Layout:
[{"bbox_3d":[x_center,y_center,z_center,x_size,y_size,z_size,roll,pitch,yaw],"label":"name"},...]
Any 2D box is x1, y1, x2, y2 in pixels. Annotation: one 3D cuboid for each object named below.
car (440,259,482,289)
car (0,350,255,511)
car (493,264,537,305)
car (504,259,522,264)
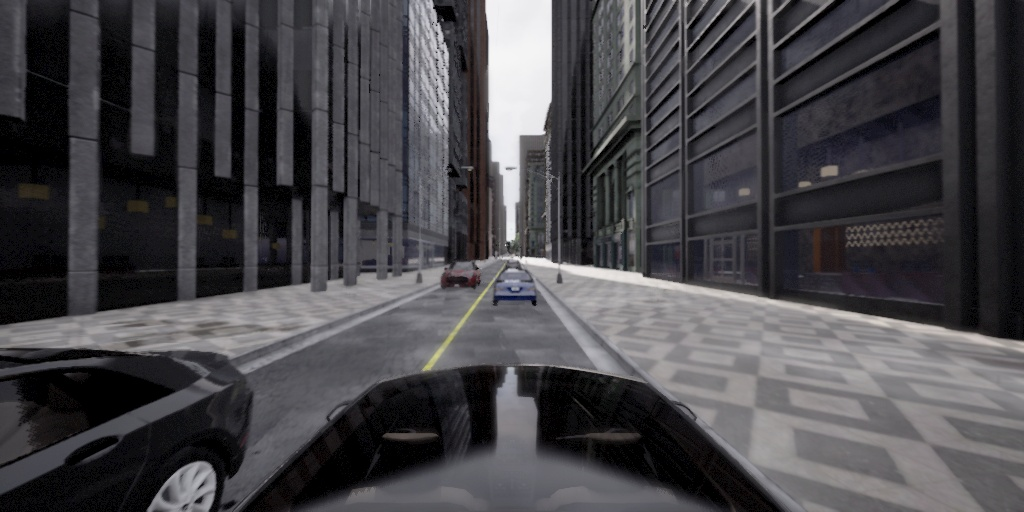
[{"bbox_3d":[-3.086,1.061,22.382,2.097,1.767,4.553,0,0,0],"label":"car"},{"bbox_3d":[-3.058,1.254,0.963,1.837,1.490,4.892,0,0,0],"label":"car"},{"bbox_3d":[0.117,1.275,15.977,2.033,1.411,5.357,0,0,0],"label":"car"},{"bbox_3d":[0.123,1.125,44.511,2.128,1.511,4.902,0,0,0],"label":"car"}]
